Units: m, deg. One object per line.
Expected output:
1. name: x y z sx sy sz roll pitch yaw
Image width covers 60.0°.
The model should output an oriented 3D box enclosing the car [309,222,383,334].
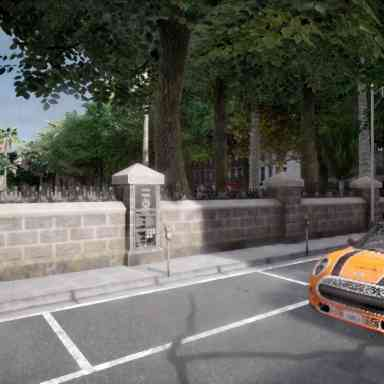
1. car: 4.330 1.350 6.465 4.553 1.767 2.097 0 0 -35
